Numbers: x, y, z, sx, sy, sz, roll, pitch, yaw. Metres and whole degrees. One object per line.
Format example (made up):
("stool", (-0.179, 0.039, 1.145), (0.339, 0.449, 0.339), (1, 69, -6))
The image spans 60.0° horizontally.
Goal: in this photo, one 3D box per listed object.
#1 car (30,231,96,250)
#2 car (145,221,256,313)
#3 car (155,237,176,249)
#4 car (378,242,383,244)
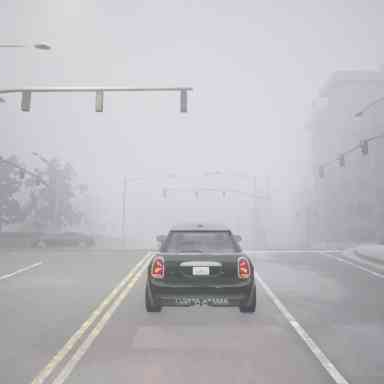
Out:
("car", (-10.160, 3.860, 26.458), (4.892, 1.490, 1.837), (2, -7, -15))
("car", (0.179, 1.489, 8.147), (2.097, 1.767, 4.553), (0, -1, 0))
("car", (-3.104, 6.196, 40.211), (2.033, 1.411, 5.357), (0, -10, 1))
("car", (17.226, 4.286, 26.186), (4.892, 1.490, 1.837), (5, -10, 1))
